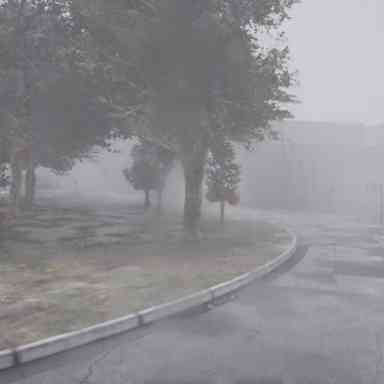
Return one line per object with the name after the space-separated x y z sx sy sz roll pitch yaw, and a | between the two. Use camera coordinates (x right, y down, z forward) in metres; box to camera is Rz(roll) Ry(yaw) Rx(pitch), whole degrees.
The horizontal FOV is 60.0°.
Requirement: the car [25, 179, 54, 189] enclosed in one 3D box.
-31.427 -1.367 69.490 2.231 1.521 4.892 6 5 41 | car

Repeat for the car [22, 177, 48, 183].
-34.488 -1.908 74.652 1.946 1.575 5.366 7 6 41 | car

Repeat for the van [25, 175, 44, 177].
-35.756 -2.406 77.518 1.878 1.987 4.442 6 5 41 | van

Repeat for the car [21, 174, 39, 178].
-37.319 -2.698 80.052 2.435 2.045 5.566 7 6 41 | car
